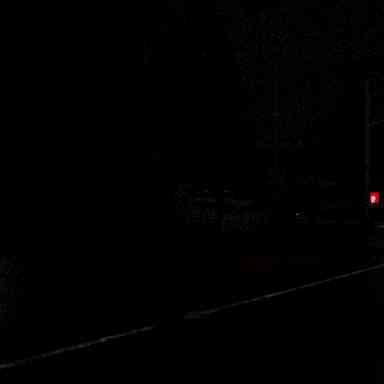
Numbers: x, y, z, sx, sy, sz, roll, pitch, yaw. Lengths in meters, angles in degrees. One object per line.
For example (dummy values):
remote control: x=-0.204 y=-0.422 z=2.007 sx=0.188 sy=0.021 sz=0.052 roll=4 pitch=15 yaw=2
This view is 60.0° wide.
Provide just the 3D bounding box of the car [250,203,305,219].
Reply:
car: x=7.460 y=1.616 z=29.243 sx=1.895 sy=1.301 sz=4.718 roll=0 pitch=0 yaw=-37

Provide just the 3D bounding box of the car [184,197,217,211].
car: x=1.402 y=1.579 z=37.263 sx=1.994 sy=1.385 sz=4.181 roll=0 pitch=0 yaw=-37

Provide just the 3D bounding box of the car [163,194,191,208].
car: x=-2.776 y=1.506 z=48.870 sx=2.128 sy=1.511 sz=4.902 roll=0 pitch=0 yaw=-38

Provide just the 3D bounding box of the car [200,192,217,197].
car: x=5.002 y=1.113 z=92.341 sx=1.932 sy=1.855 sz=4.605 roll=0 pitch=0 yaw=-37
